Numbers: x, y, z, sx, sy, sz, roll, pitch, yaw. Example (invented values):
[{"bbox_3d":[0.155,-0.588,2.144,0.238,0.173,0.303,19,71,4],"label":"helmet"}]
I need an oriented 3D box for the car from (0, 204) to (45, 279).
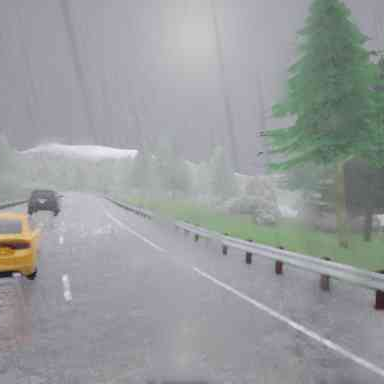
[{"bbox_3d":[-5.237,1.310,9.193,1.882,1.535,5.008,1,0,-23],"label":"car"}]

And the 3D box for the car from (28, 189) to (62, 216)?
[{"bbox_3d":[-12.094,0.817,27.547,2.150,2.045,5.566,1,0,-18],"label":"car"}]
